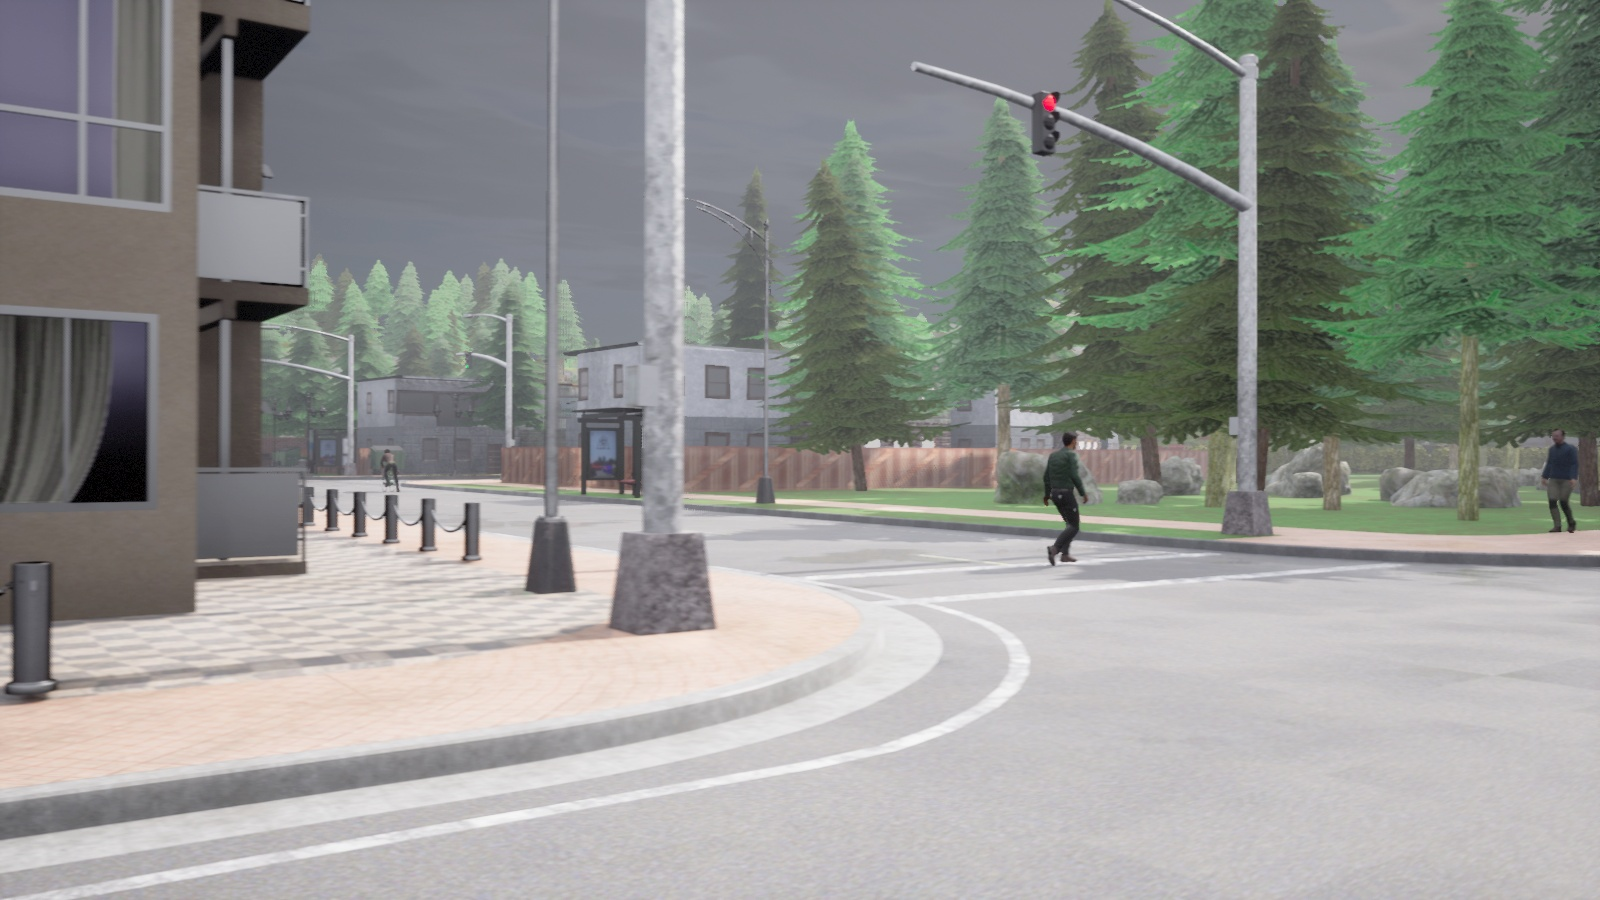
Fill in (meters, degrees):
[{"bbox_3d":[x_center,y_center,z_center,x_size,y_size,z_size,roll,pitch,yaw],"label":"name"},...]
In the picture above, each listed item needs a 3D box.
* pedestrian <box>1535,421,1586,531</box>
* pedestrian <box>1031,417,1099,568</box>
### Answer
[{"bbox_3d":[12.939,0.432,21.366,0.726,1.842,0.402,0,0,-27],"label":"pedestrian"},{"bbox_3d":[3.508,0.553,16.640,0.788,1.949,0.423,0,0,-27],"label":"pedestrian"}]
